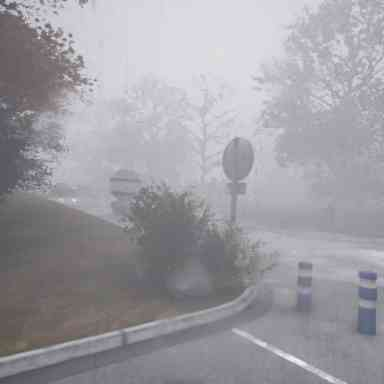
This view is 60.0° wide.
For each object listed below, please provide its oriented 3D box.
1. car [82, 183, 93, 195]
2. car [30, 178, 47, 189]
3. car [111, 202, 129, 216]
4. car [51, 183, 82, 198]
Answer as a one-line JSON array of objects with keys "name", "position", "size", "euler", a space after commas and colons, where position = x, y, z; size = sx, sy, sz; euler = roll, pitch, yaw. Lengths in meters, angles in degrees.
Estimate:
[{"name": "car", "position": [-14.436, -0.443, 43.450], "size": [1.837, 1.490, 4.892], "euler": [3, 2, -34]}, {"name": "car", "position": [-23.589, -1.439, 51.064], "size": [2.128, 1.511, 4.902], "euler": [3, 2, -34]}, {"name": "car", "position": [-3.384, 1.034, 20.903], "size": [1.895, 1.301, 4.718], "euler": [3, 2, -35]}, {"name": "car", "position": [-14.324, -0.215, 37.116], "size": [2.033, 1.411, 5.357], "euler": [3, 2, -34]}]
